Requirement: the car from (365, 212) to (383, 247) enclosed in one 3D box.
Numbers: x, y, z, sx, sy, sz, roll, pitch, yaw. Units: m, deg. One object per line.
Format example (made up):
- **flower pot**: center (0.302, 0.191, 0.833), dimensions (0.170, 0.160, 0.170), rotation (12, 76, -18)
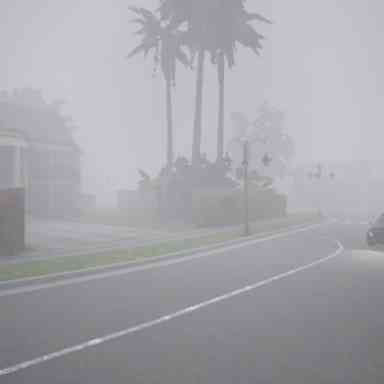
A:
- **car**: center (9.124, 1.560, 14.634), dimensions (2.033, 1.411, 5.357), rotation (0, 0, 38)
